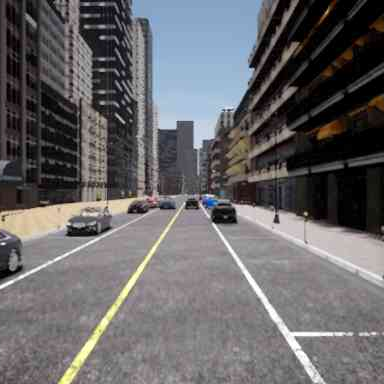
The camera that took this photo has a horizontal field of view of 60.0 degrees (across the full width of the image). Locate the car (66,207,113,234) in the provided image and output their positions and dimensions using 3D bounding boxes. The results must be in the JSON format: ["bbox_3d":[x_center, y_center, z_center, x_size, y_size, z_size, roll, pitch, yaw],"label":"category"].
[{"bbox_3d":[-5.687,1.546,18.903,2.008,1.369,4.403,0,0,0],"label":"car"}]

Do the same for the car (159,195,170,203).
[{"bbox_3d":[-5.673,1.456,68.609,1.967,1.590,4.097,0,0,0],"label":"car"}]

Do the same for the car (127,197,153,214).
[{"bbox_3d":[-5.682,1.560,35.472,1.947,1.339,4.313,0,0,0],"label":"car"}]

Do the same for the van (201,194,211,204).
[{"bbox_3d":[2.706,1.352,63.082,1.690,1.788,3.998,0,0,0],"label":"van"}]

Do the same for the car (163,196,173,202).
[{"bbox_3d":[-5.670,1.592,79.654,1.947,1.339,4.313,0,0,0],"label":"car"}]

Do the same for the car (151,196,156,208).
[{"bbox_3d":[-5.679,1.438,46.518,1.967,1.590,4.097,0,0,0],"label":"car"}]

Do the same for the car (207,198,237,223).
[{"bbox_3d":[2.363,1.498,25.799,1.837,1.490,4.892,0,0,0],"label":"car"}]

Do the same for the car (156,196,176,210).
[{"bbox_3d":[-3.072,1.561,42.152,1.994,1.385,4.181,0,0,0],"label":"car"}]

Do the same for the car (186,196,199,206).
[{"bbox_3d":[0.018,1.497,57.142,2.128,1.511,4.902,0,0,0],"label":"car"}]

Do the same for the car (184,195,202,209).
[{"bbox_3d":[0.027,1.503,44.863,1.837,1.490,4.892,0,0,0],"label":"car"}]

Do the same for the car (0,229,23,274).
[{"bbox_3d":[-5.690,1.548,7.858,2.008,1.369,4.403,0,0,0],"label":"car"}]

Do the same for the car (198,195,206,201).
[{"bbox_3d":[2.714,1.606,90.698,1.947,1.339,4.313,0,0,0],"label":"car"}]

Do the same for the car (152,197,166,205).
[{"bbox_3d":[-5.676,1.557,57.562,2.008,1.369,4.403,0,0,0],"label":"car"}]

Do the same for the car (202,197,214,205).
[{"bbox_3d":[2.705,1.551,57.560,1.887,1.381,4.507,0,0,0],"label":"car"}]

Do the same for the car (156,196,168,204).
[{"bbox_3d":[-5.675,1.562,63.086,2.008,1.369,4.403,0,0,0],"label":"car"}]

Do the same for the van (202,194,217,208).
[{"bbox_3d":[2.701,1.339,46.515,1.690,1.788,3.998,0,0,0],"label":"van"}]
